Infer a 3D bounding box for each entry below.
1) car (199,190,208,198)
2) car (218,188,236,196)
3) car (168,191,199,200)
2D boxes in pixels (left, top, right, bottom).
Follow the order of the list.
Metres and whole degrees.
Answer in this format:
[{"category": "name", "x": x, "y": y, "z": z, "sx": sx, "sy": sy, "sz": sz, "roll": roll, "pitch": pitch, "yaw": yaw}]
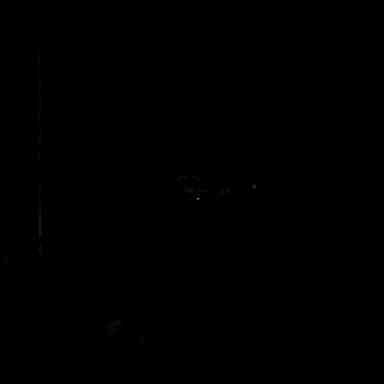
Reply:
[{"category": "car", "x": 1.554, "y": 0.415, "z": 63.514, "sx": 1.812, "sy": 1.442, "sz": 4.674, "roll": -1, "pitch": 1, "yaw": 35}, {"category": "car", "x": 6.979, "y": 0.061, "z": 66.412, "sx": 2.097, "sy": 1.767, "sz": 4.553, "roll": -1, "pitch": 1, "yaw": 35}, {"category": "car", "x": -1.599, "y": 0.625, "z": 54.291, "sx": 2.033, "sy": 1.411, "sz": 5.357, "roll": -1, "pitch": 1, "yaw": 35}]
